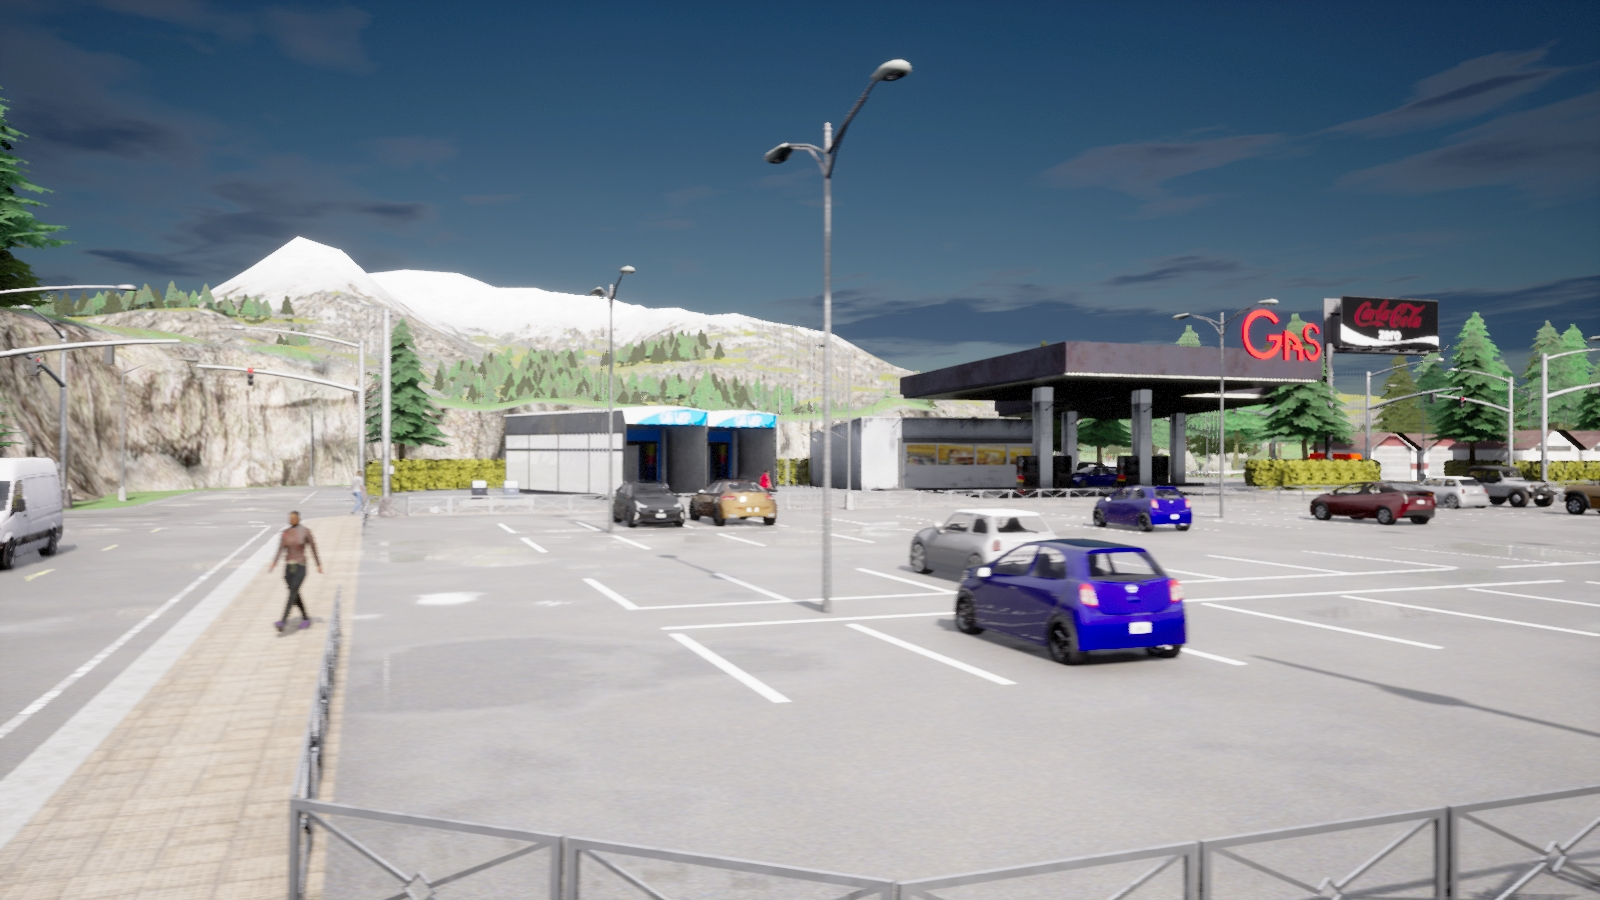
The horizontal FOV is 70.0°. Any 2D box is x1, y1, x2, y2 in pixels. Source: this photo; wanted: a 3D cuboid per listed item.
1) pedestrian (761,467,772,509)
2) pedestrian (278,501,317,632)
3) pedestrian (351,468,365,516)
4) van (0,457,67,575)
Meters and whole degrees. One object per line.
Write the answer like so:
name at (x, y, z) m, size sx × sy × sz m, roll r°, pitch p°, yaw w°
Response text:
pedestrian at (-1.507, 1.668, 50.874) m, size 0.375 × 1.860 × 0.375 m, roll 0°, pitch 0°, yaw -20°
pedestrian at (-7.243, 1.669, 16.480) m, size 0.375 × 1.860 × 0.375 m, roll 0°, pitch 0°, yaw 2°
pedestrian at (-17.411, 1.636, 45.004) m, size 0.375 × 1.860 × 0.375 m, roll 0°, pitch 0°, yaw 37°
van at (-19.598, 1.476, 27.579) m, size 1.988 × 2.561 × 5.915 m, roll 0°, pitch 0°, yaw -21°
